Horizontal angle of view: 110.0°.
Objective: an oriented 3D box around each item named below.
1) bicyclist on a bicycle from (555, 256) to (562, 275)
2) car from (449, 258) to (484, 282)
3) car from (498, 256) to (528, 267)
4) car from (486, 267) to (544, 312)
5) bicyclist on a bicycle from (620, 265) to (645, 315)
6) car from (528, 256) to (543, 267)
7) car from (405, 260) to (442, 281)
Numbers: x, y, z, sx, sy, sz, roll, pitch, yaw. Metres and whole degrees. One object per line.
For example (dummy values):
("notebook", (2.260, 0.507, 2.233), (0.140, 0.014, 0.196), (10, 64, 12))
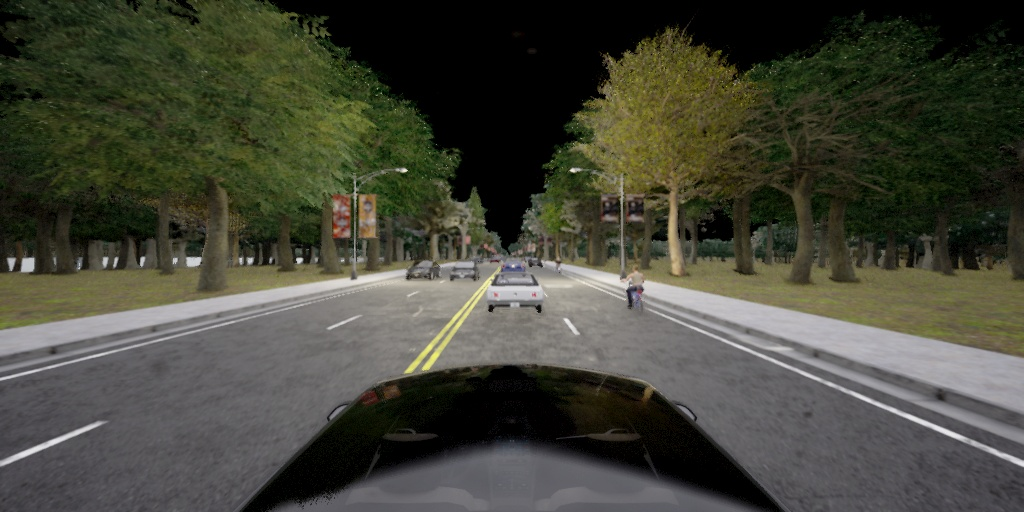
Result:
("bicyclist on a bicycle", (4.148, 0.878, 32.208), (0.659, 1.776, 1.843), (0, 1, 0))
("car", (-3.342, 1.076, 26.293), (1.812, 1.442, 4.674), (0, 0, 0))
("car", (0.106, 0.861, 31.899), (2.097, 1.767, 4.553), (0, 0, 0))
("car", (0.102, 1.251, 13.617), (1.895, 1.301, 4.718), (0, 0, 0))
("bicyclist on a bicycle", (4.134, 1.099, 12.105), (0.866, 1.612, 1.509), (0, 0, 0))
("car", (3.363, 0.895, 52.546), (1.812, 1.442, 4.674), (0, 0, 0))
("car", (-6.591, 1.048, 27.103), (1.837, 1.490, 4.892), (0, 0, 0))
